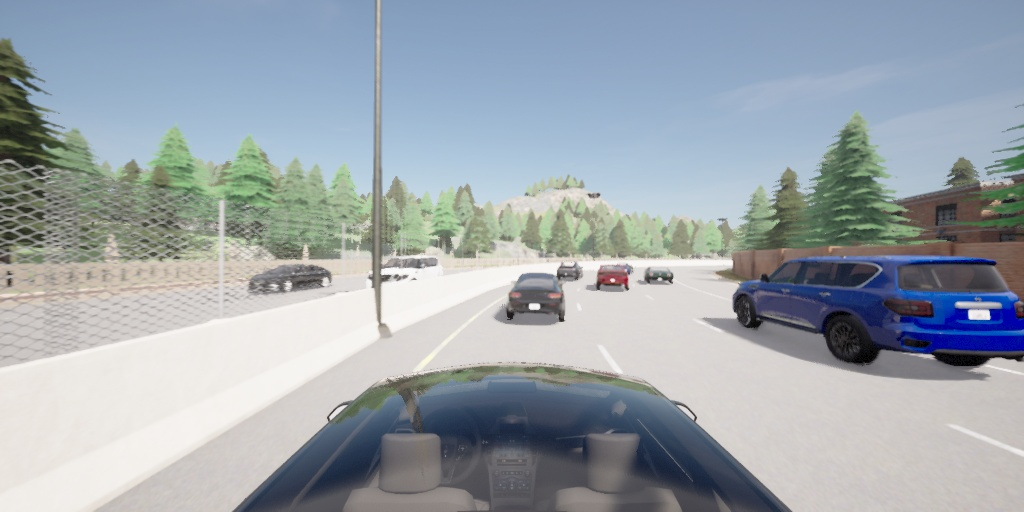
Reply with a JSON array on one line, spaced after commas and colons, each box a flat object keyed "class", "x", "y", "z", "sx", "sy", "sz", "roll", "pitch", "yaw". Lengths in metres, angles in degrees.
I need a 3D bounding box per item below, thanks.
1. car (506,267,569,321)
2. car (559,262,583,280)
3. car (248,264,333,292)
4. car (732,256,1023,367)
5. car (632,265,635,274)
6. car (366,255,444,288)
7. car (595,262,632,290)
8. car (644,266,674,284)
[{"class": "car", "x": 0.887, "y": 1.277, "z": 12.481, "sx": 1.812, "sy": 1.442, "sz": 4.674, "roll": 0, "pitch": 0, "yaw": 6}, {"class": "car", "x": 5.053, "y": 1.261, "z": 31.046, "sx": 2.128, "sy": 1.511, "sz": 4.902, "roll": 0, "pitch": 0, "yaw": 18}, {"class": "car", "x": -12.327, "y": 1.199, "z": 20.336, "sx": 1.837, "sy": 1.490, "sz": 4.892, "roll": 0, "pitch": 0, "yaw": 10}, {"class": "car", "x": 7.455, "y": 1.014, "z": 8.250, "sx": 2.150, "sy": 2.045, "sz": 5.566, "roll": 0, "pitch": 0, "yaw": 4}, {"class": "car", "x": 12.471, "y": 1.375, "z": 40.168, "sx": 1.994, "sy": 1.385, "sz": 4.181, "roll": 0, "pitch": 0, "yaw": 25}, {"class": "car", "x": -5.437, "y": 0.970, "z": 19.095, "sx": 2.150, "sy": 2.045, "sz": 5.566, "roll": 0, "pitch": 0, "yaw": 10}, {"class": "car", "x": 6.399, "y": 1.258, "z": 23.140, "sx": 1.882, "sy": 1.535, "sz": 5.008, "roll": 0, "pitch": 0, "yaw": 14}, {"class": "car", "x": 11.431, "y": 1.411, "z": 28.188, "sx": 1.895, "sy": 1.301, "sz": 4.718, "roll": 0, "pitch": 0, "yaw": 18}]
